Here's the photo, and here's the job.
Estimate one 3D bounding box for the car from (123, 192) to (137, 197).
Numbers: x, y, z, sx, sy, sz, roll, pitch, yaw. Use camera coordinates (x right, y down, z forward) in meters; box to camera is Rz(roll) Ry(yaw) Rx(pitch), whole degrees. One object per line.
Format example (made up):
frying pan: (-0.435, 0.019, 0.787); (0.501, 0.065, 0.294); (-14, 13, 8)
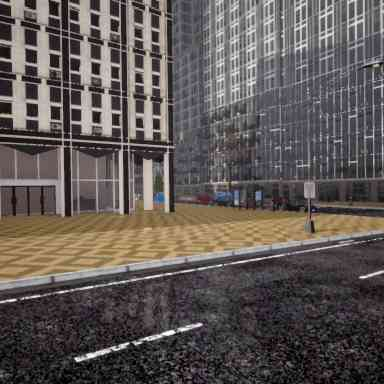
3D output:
car: (-17.092, 0.687, 91.726); (2.008, 1.369, 4.403); (0, 1, -34)

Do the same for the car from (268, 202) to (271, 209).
car: (11.723, 1.267, 38.976); (1.882, 1.535, 5.008); (-1, 1, -34)

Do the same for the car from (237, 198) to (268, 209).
car: (7.814, 1.388, 39.943); (1.802, 1.307, 4.206); (0, 1, -34)

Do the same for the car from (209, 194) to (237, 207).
car: (4.669, 1.319, 44.676); (1.947, 1.339, 4.313); (0, 1, -34)

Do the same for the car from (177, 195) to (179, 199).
car: (-4.319, 0.935, 72.921); (1.802, 1.307, 4.206); (0, 1, -34)

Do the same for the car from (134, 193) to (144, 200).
car: (-11.252, 1.039, 68.213); (2.008, 1.369, 4.403); (0, 1, -34)

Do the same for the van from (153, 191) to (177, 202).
van: (-4.865, 0.937, 58.807); (1.690, 1.788, 3.998); (0, 1, -34)

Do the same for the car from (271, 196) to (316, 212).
car: (10.993, 1.424, 35.229); (1.947, 1.339, 4.313); (0, 1, -34)

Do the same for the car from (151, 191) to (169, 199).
car: (-7.513, 0.614, 77.619); (2.192, 1.841, 5.009); (0, 1, -34)

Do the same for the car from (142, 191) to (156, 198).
car: (-10.706, 0.685, 82.322); (1.967, 1.590, 4.097); (0, 1, -34)

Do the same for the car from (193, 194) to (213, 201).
car: (2.067, 1.043, 63.517); (1.802, 1.307, 4.206); (0, 1, -34)

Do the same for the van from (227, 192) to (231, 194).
van: (5.260, 0.855, 58.812); (1.690, 1.788, 3.998); (0, 1, -34)

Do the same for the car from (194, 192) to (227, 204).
car: (2.716, 1.121, 52.266); (1.882, 1.535, 5.008); (-1, 1, -34)
